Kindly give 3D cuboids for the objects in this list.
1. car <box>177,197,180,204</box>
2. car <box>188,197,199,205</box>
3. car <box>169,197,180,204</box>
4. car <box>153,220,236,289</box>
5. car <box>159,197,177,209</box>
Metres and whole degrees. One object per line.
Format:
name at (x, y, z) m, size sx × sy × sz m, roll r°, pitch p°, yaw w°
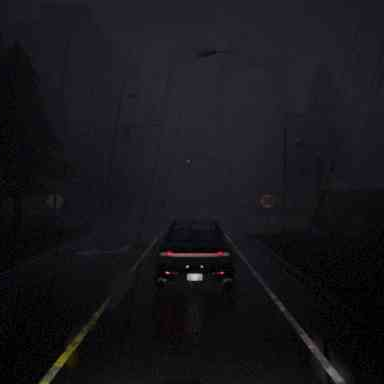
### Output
car at (-3.497, 1.590, 56.068) m, size 1.882 × 1.535 × 5.008 m, roll 0°, pitch 0°, yaw 0°
car at (0.196, 1.687, 61.511) m, size 1.994 × 1.385 × 4.181 m, roll 0°, pitch 0°, yaw 0°
car at (-3.426, 1.696, 66.039) m, size 1.994 × 1.385 × 4.181 m, roll 0°, pitch 0°, yaw 1°
car at (0.075, 1.511, 9.172) m, size 2.128 × 1.511 × 4.902 m, roll 0°, pitch 0°, yaw 1°
car at (-3.511, 1.619, 46.778) m, size 1.812 × 1.442 × 4.674 m, roll 0°, pitch 0°, yaw 0°
